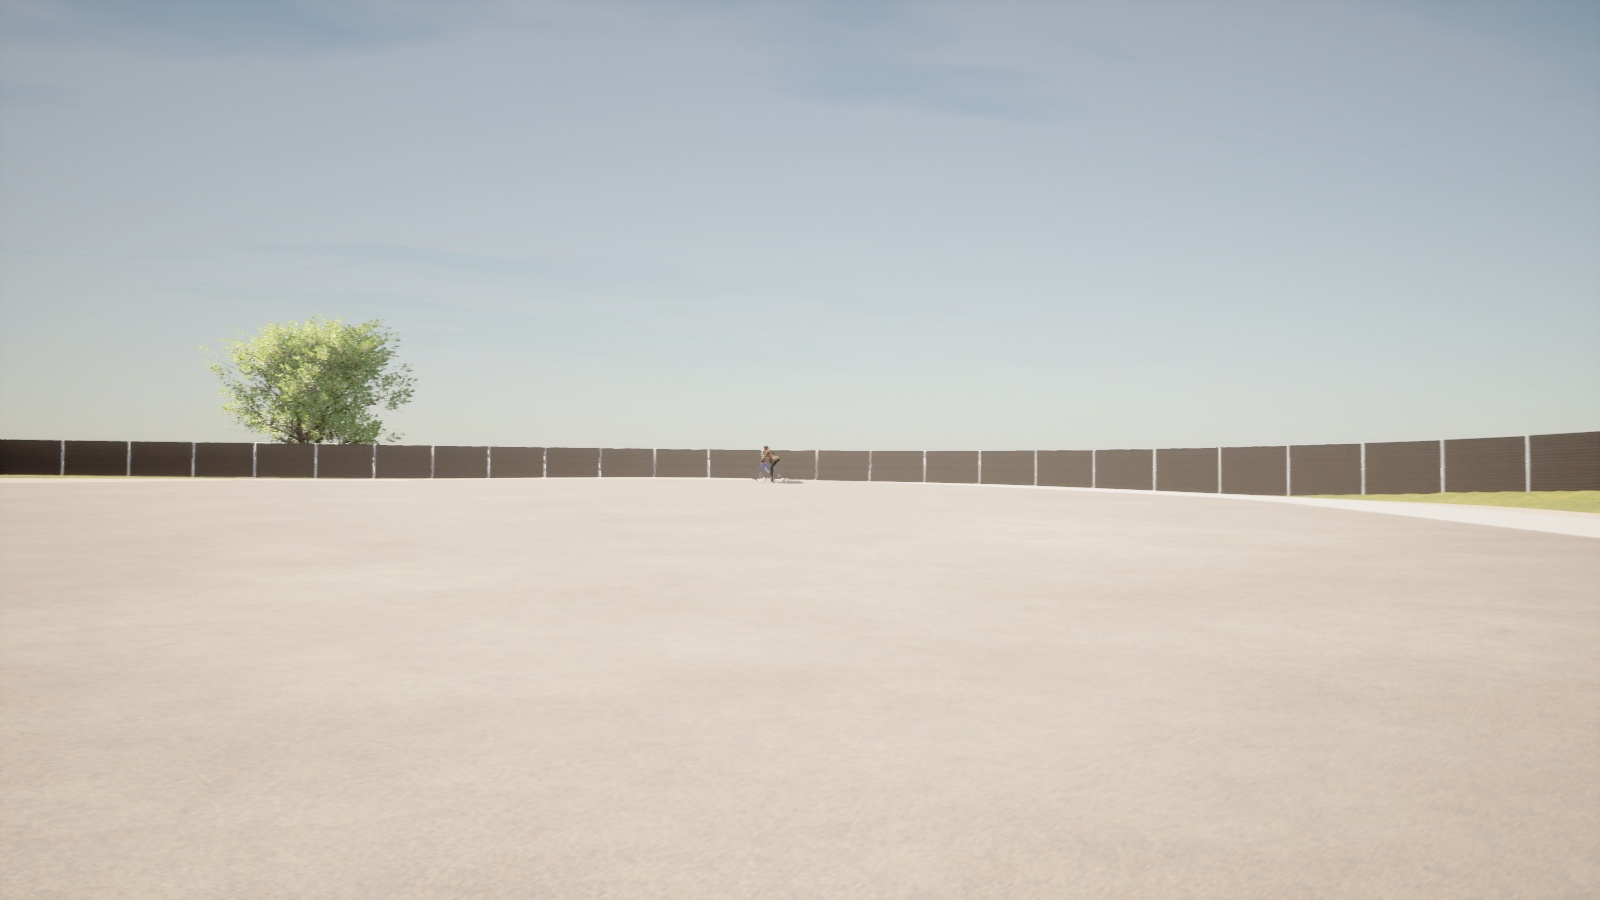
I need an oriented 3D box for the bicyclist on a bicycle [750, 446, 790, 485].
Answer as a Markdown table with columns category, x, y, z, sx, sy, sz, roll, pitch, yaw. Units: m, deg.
| category | x | y | z | sx | sy | sz | roll | pitch | yaw |
| --- | --- | --- | --- | --- | --- | --- | --- | --- | --- |
| bicyclist on a bicycle | -1.277 | 0.641 | 53.009 | 1.656 | 1.620 | 0.582 | 0 | 1 | 35 |
